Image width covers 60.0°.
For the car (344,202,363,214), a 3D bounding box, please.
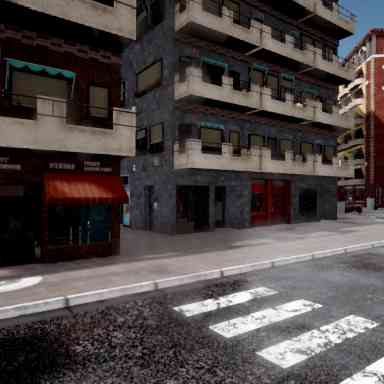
[{"bbox_3d":[17.812,1.790,38.243,1.895,1.301,4.718,0,0,5],"label":"car"}]
